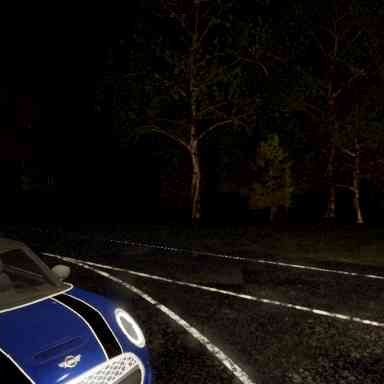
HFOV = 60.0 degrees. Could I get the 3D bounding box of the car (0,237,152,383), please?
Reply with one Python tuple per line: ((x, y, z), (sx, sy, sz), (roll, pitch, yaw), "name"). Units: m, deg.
((-2.607, 1.338, 3.742), (4.553, 1.767, 2.097), (1, 0, 35), "car")
